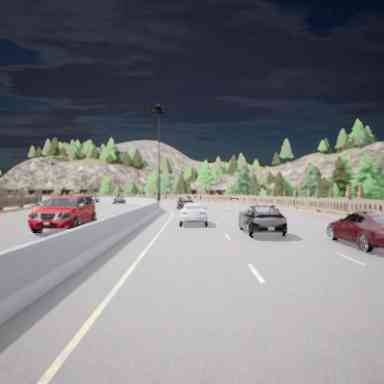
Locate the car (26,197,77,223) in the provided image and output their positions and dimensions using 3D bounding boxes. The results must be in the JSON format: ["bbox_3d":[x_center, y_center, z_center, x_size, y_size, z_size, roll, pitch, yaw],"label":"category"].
[{"bbox_3d":[-10.676,1.293,25.700,2.097,1.767,4.553,0,0,-1],"label":"car"}]

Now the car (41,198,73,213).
[{"bbox_3d":[-14.701,1.430,36.504,2.128,1.511,4.902,0,0,-7],"label":"car"}]

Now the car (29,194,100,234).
[{"bbox_3d":[-7.105,1.173,19.000,2.150,2.045,5.566,0,0,0],"label":"car"}]

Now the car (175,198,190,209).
[{"bbox_3d":[-0.939,1.420,40.667,2.128,1.511,4.902,0,0,-7],"label":"car"}]

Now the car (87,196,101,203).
[{"bbox_3d":[-19.739,1.527,66.855,1.994,1.385,4.181,0,0,-24],"label":"car"}]

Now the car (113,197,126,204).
[{"bbox_3d":[-13.084,1.523,60.078,1.994,1.385,4.181,0,0,-20],"label":"car"}]

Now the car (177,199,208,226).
[{"bbox_3d":[0.101,1.471,22.973,1.812,1.442,4.674,0,0,0],"label":"car"}]

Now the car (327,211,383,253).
[{"bbox_3d":[7.103,1.488,13.321,1.812,1.442,4.674,0,0,0],"label":"car"}]

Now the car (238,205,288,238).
[{"bbox_3d":[3.602,1.445,17.518,2.128,1.511,4.902,0,0,0],"label":"car"}]
